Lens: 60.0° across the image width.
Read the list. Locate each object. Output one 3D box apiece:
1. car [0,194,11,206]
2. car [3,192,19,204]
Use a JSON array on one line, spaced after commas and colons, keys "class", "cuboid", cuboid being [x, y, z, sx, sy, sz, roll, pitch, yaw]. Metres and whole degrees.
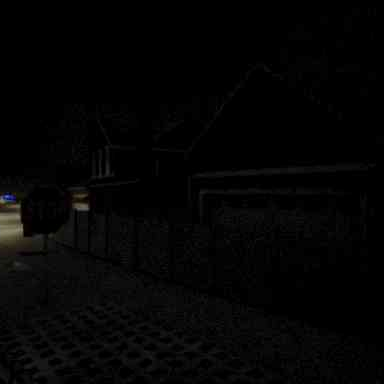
[{"class": "car", "cuboid": [-28.914, 1.432, 49.508, 1.895, 1.301, 4.718, 0, 0, -19]}, {"class": "car", "cuboid": [-32.209, 1.001, 58.946, 2.150, 2.045, 5.566, 0, 0, -19]}]
